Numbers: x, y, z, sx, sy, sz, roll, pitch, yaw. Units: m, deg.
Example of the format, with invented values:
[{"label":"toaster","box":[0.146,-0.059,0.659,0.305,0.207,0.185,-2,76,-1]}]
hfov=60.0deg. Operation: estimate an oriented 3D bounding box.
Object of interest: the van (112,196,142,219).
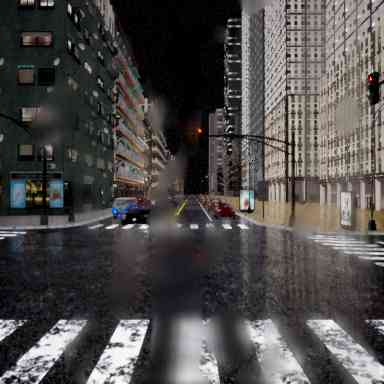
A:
[{"label":"van","box":[-5.669,1.352,28.454,1.690,1.788,3.998,0,0,0]}]

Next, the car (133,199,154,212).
[{"label":"car","box":[-5.665,1.562,39.509,1.887,1.381,4.507,0,0,0]}]

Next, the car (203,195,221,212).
[{"label":"car","box":[2.717,1.457,39.504,1.967,1.590,4.097,0,0,0]}]

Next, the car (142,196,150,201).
[{"label":"car","box":[-5.666,1.329,33.981,2.192,1.841,5.009,0,0,0]}]

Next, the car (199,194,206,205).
[{"label":"car","box":[2.724,1.470,56.087,1.967,1.590,4.097,0,0,0]}]

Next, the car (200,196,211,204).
[{"label":"car","box":[2.728,1.592,67.142,2.008,1.369,4.403,0,0,0]}]

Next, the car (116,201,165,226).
[{"label":"car","box":[-3.465,1.572,23.143,1.994,1.385,4.181,0,0,6]}]

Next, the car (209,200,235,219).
[{"label":"car","box":[2.711,1.593,28.448,1.802,1.307,4.206,0,0,0]}]

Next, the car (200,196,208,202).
[{"label":"car","box":[2.733,1.637,78.197,1.802,1.307,4.206,0,0,0]}]

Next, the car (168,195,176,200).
[{"label":"car","box":[-5.640,1.643,94.785,1.947,1.339,4.313,0,0,0]}]

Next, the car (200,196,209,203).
[{"label":"car","box":[2.731,1.593,72.670,1.887,1.381,4.507,0,0,0]}]

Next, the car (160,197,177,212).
[{"label":"car","box":[-3.080,1.580,38.295,1.994,1.385,4.181,0,0,0]}]

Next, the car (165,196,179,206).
[{"label":"car","box":[-3.062,1.626,51.210,1.895,1.301,4.718,0,0,1]}]

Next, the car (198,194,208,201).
[{"label":"car","box":[2.737,1.377,83.725,2.192,1.841,5.009,0,0,0]}]
